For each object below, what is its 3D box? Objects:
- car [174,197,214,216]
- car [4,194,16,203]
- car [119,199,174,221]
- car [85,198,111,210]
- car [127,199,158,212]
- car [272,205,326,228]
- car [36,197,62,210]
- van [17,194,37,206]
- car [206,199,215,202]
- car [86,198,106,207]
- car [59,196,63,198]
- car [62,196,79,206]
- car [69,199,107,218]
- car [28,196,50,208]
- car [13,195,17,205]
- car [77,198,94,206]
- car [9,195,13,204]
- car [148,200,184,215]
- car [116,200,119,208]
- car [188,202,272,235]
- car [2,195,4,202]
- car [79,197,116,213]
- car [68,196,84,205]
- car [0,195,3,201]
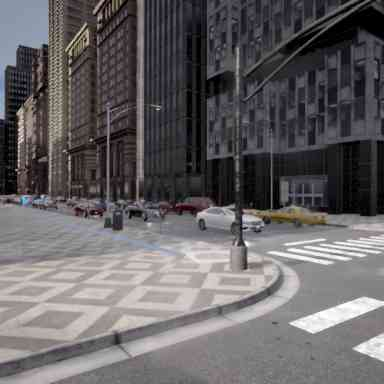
[{"bbox_3d":[0.350,1.398,31.867,2.192,1.841,5.009,0,0,-35],"label":"car"},{"bbox_3d":[-38.951,1.531,72.665,2.192,1.841,5.009,0,0,-35],"label":"car"},{"bbox_3d":[-3.944,1.551,27.795,2.128,1.511,4.902,0,0,-35],"label":"car"},{"bbox_3d":[-13.142,1.605,46.248,1.882,1.535,5.008,0,0,-35],"label":"car"},{"bbox_3d":[-6.218,1.640,41.152,1.752,1.417,4.829,0,0,-35],"label":"car"},{"bbox_3d":[6.722,1.578,22.859,1.752,1.417,4.829,0,0,-35],"label":"car"},{"bbox_3d":[-19.540,1.697,45.223,1.802,1.307,4.206,0,0,-35],"label":"car"},{"bbox_3d":[-29.246,1.505,58.944,1.690,1.788,3.998,0,0,-35],"label":"van"},{"bbox_3d":[3.487,1.594,27.432,1.752,1.417,4.829,0,0,-35],"label":"car"},{"bbox_3d":[-15.824,1.728,54.733,1.947,1.339,4.313,0,0,-35],"label":"car"},{"bbox_3d":[-28.764,1.669,73.025,1.967,1.590,4.097,0,0,-35],"label":"car"},{"bbox_3d":[-19.193,1.705,54.714,2.033,1.411,5.357,0,0,-35],"label":"car"},{"bbox_3d":[-9.835,1.612,31.502,1.887,1.381,4.507,0,0,-35],"label":"car"},{"bbox_3d":[-22.775,1.713,49.796,1.802,1.307,4.206,0,0,-35],"label":"car"},{"bbox_3d":[-32.382,1.706,63.378,1.752,1.417,4.829,0,0,-35],"label":"car"},{"bbox_3d":[-19.060,1.760,59.306,1.802,1.307,4.206,0,0,-35],"label":"car"},{"bbox_3d":[-35.715,1.780,68.090,1.802,1.307,4.206,0,0,-35],"label":"car"},{"bbox_3d":[-2.885,1.643,36.440,1.887,1.381,4.507,0,0,-35],"label":"car"},{"bbox_3d":[-9.355,1.680,45.586,2.008,1.369,4.403,0,0,-35],"label":"car"},{"bbox_3d":[2.054,1.557,19.273,1.812,1.442,4.674,0,0,-37],"label":"car"},{"bbox_3d":[-42.186,1.815,77.237,1.802,1.307,4.206,0,0,-35],"label":"car"},{"bbox_3d":[-10.717,1.570,37.393,1.882,1.535,5.008,0,0,-35],"label":"car"},{"bbox_3d":[-22.294,1.635,63.879,1.967,1.590,4.097,0,0,-35],"label":"car"},{"bbox_3d":[-45.421,1.691,81.811,1.967,1.590,4.097,0,0,-35],"label":"car"}]
